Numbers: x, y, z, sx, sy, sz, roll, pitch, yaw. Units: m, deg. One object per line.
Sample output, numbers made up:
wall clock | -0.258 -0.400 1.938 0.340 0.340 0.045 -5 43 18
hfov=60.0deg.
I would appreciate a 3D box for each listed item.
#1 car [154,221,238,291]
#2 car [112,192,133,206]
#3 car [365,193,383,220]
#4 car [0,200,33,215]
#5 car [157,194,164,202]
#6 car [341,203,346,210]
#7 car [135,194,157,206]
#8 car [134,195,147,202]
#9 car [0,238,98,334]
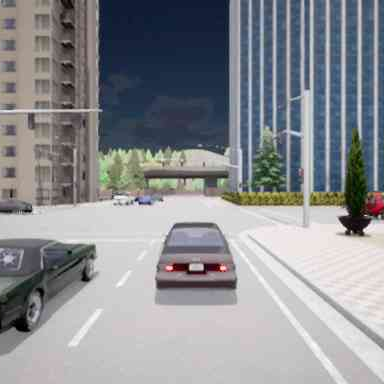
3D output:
car | 0.091 1.516 9.058 2.033 1.411 5.357 0 0 0
car | -10.517 1.048 50.994 2.150 2.045 5.566 0 0 1
car | 16.291 1.131 26.072 5.566 2.045 2.150 0 0 1
car | -17.766 1.454 32.279 4.181 1.385 1.994 0 0 5
car | -6.899 1.124 66.859 2.097 1.767 4.553 0 0 1
car | 19.018 1.378 36.651 4.892 1.490 1.837 0 0 0
car | -6.985 1.304 50.733 1.882 1.535 5.008 0 0 0
car | -10.377 1.370 67.637 1.895 1.301 4.718 0 0 0
car | -3.426 1.578 6.720 1.895 1.301 4.718 0 0 1
